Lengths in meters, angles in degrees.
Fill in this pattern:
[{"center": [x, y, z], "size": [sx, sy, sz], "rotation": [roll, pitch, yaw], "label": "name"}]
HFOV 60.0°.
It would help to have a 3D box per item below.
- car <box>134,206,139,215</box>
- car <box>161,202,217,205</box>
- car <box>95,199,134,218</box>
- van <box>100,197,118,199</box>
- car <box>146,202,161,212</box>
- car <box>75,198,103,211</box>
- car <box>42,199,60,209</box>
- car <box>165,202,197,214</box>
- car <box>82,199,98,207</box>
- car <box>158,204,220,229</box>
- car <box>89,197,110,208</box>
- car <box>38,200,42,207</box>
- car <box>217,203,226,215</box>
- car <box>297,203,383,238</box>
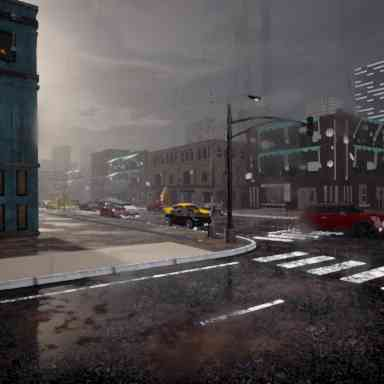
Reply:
[{"center": [-7.980, 1.942, 39.322], "size": [1.812, 1.442, 4.674], "rotation": [-1, 0, -35], "label": "car"}, {"center": [-0.372, 1.744, 28.573], "size": [1.882, 1.535, 5.008], "rotation": [-1, 0, -35], "label": "car"}, {"center": [-8.258, 1.846, 35.203], "size": [1.967, 1.590, 4.097], "rotation": [-1, 0, -35], "label": "car"}, {"center": [-14.219, 1.907, 58.116], "size": [1.690, 1.788, 3.998], "rotation": [-1, 0, -35], "label": "van"}, {"center": [-4.615, 1.966, 44.565], "size": [1.802, 1.307, 4.206], "rotation": [-1, 0, -35], "label": "car"}, {"center": [-15.351, 2.105, 49.828], "size": [2.033, 1.411, 5.357], "rotation": [-1, 0, -35], "label": "car"}, {"center": [-24.153, 2.233, 57.649], "size": [1.752, 1.417, 4.829], "rotation": [-1, 0, -35], "label": "car"}, {"center": [-1.417, 1.904, 40.049], "size": [1.802, 1.307, 4.206], "rotation": [-2, 0, -35], "label": "car"}, {"center": [-20.613, 2.228, 67.150], "size": [1.887, 1.381, 4.507], "rotation": [-1, 0, -35], "label": "car"}, {"center": [-0.333, 1.815, 23.809], "size": [1.947, 1.339, 4.313], "rotation": [-1, 0, -35], "label": "car"}, {"center": [-17.419, 1.940, 62.633], "size": [2.192, 1.841, 5.009], "rotation": [-1, 0, -35], "label": "car"}, {"center": [-30.650, 2.376, 66.822], "size": [2.008, 1.369, 4.403], "rotation": [-1, 0, -35], "label": "car"}, {"center": [1.782, 1.810, 35.532], "size": [2.008, 1.369, 4.403], "rotation": [-2, 0, -35], "label": "car"}, {"center": [8.052, 1.395, 17.811], "size": [2.097, 1.767, 4.553], "rotation": [0, -2, -44], "label": "car"}]
